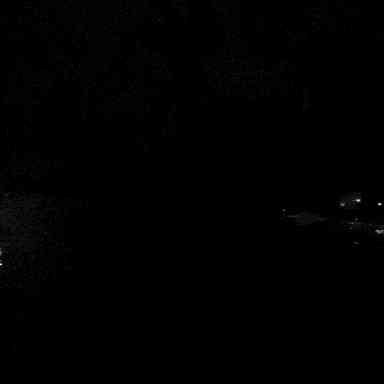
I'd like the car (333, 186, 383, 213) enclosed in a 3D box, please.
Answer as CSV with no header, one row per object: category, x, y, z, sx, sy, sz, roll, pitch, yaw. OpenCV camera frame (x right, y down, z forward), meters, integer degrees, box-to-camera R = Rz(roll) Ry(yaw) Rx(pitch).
car,10.707,0.400,20.327,4.902,1.511,2.128,-2,2,-31

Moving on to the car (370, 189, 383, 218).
car,11.278,0.618,16.586,4.718,1.301,1.895,-2,2,-31

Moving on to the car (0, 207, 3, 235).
car,-9.957,1.124,15.420,1.882,1.535,5.008,-3,3,-32
